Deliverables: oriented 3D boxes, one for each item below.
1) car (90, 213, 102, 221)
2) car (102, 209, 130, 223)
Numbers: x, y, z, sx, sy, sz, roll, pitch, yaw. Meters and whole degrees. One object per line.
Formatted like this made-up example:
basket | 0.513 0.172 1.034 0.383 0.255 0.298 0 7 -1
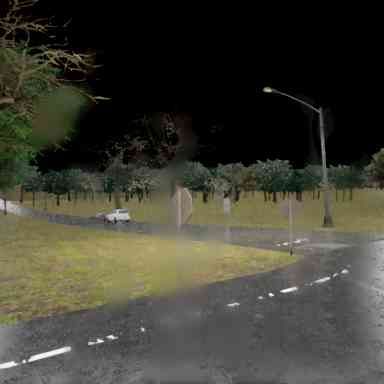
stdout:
car | -17.171 4.532 60.671 1.812 1.442 4.674 -1 -1 -34
car | -11.813 3.833 52.878 2.150 2.045 5.566 -1 -2 -34
